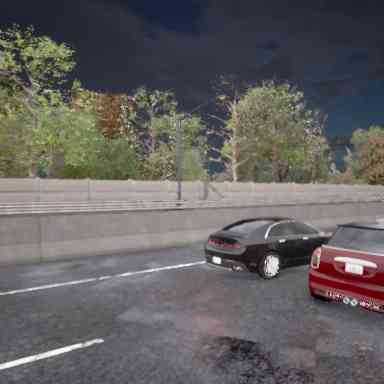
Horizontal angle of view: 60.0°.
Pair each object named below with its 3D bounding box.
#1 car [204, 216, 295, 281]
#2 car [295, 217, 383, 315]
[{"bbox_3d":[2.609,1.492,9.907,4.892,1.490,1.837,0,0,-35],"label":"car"},{"bbox_3d":[4.530,1.339,6.978,4.553,1.767,2.097,0,0,-35],"label":"car"}]
